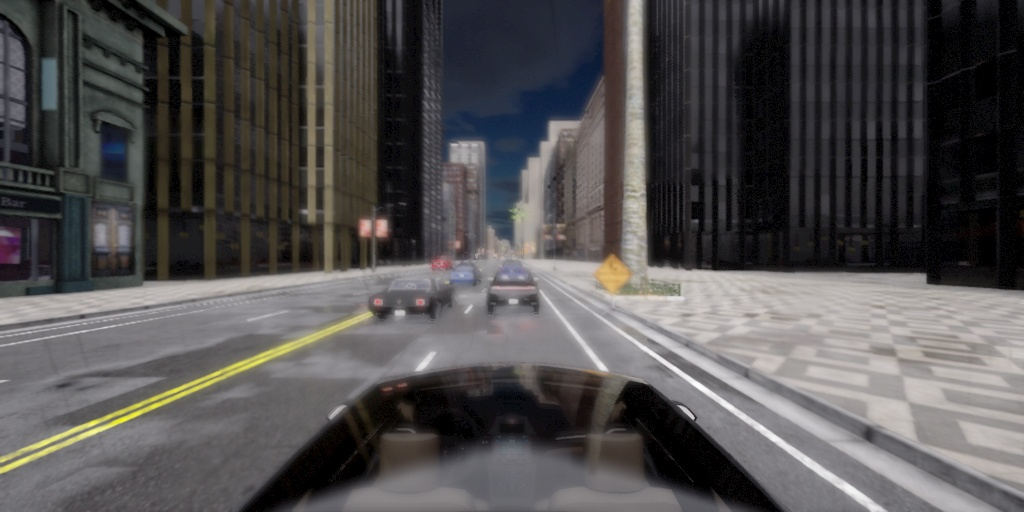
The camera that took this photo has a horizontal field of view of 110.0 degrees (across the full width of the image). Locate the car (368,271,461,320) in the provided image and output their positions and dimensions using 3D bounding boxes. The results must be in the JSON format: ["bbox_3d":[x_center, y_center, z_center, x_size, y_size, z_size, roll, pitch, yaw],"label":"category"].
[{"bbox_3d":[-3.193,1.357,12.518,1.895,1.301,4.718,0,0,0],"label":"car"}]

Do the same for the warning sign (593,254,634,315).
[{"bbox_3d":[3.223,0.871,11.452,1.300,1.860,1.060,0,0,0],"label":"warning sign"}]

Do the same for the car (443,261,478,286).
[{"bbox_3d":[-3.213,1.311,25.488,2.033,1.411,5.357,0,0,1],"label":"car"}]

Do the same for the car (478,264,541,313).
[{"bbox_3d":[0.064,1.248,13.913,2.128,1.511,4.902,0,0,0],"label":"car"}]

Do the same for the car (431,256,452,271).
[{"bbox_3d":[-9.840,1.008,50.704,2.150,2.045,5.566,0,0,0],"label":"car"}]

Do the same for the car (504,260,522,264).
[{"bbox_3d":[0.060,1.116,28.883,2.097,1.767,4.553,0,0,0],"label":"car"}]
